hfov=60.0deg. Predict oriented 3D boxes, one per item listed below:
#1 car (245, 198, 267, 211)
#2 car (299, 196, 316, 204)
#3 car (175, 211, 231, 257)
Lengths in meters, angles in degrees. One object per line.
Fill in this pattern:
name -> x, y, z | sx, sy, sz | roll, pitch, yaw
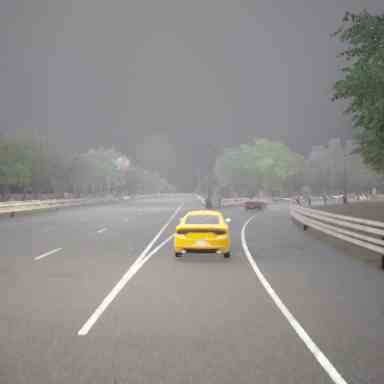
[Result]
car -> 7.928, 1.481, 40.745 | 1.882, 1.535, 5.008 | 0, 0, 24
car -> 21.375, 1.518, 61.569 | 2.033, 1.411, 5.357 | 0, 0, 42
car -> 0.492, 1.480, 13.092 | 1.882, 1.535, 5.008 | 0, 0, 5
